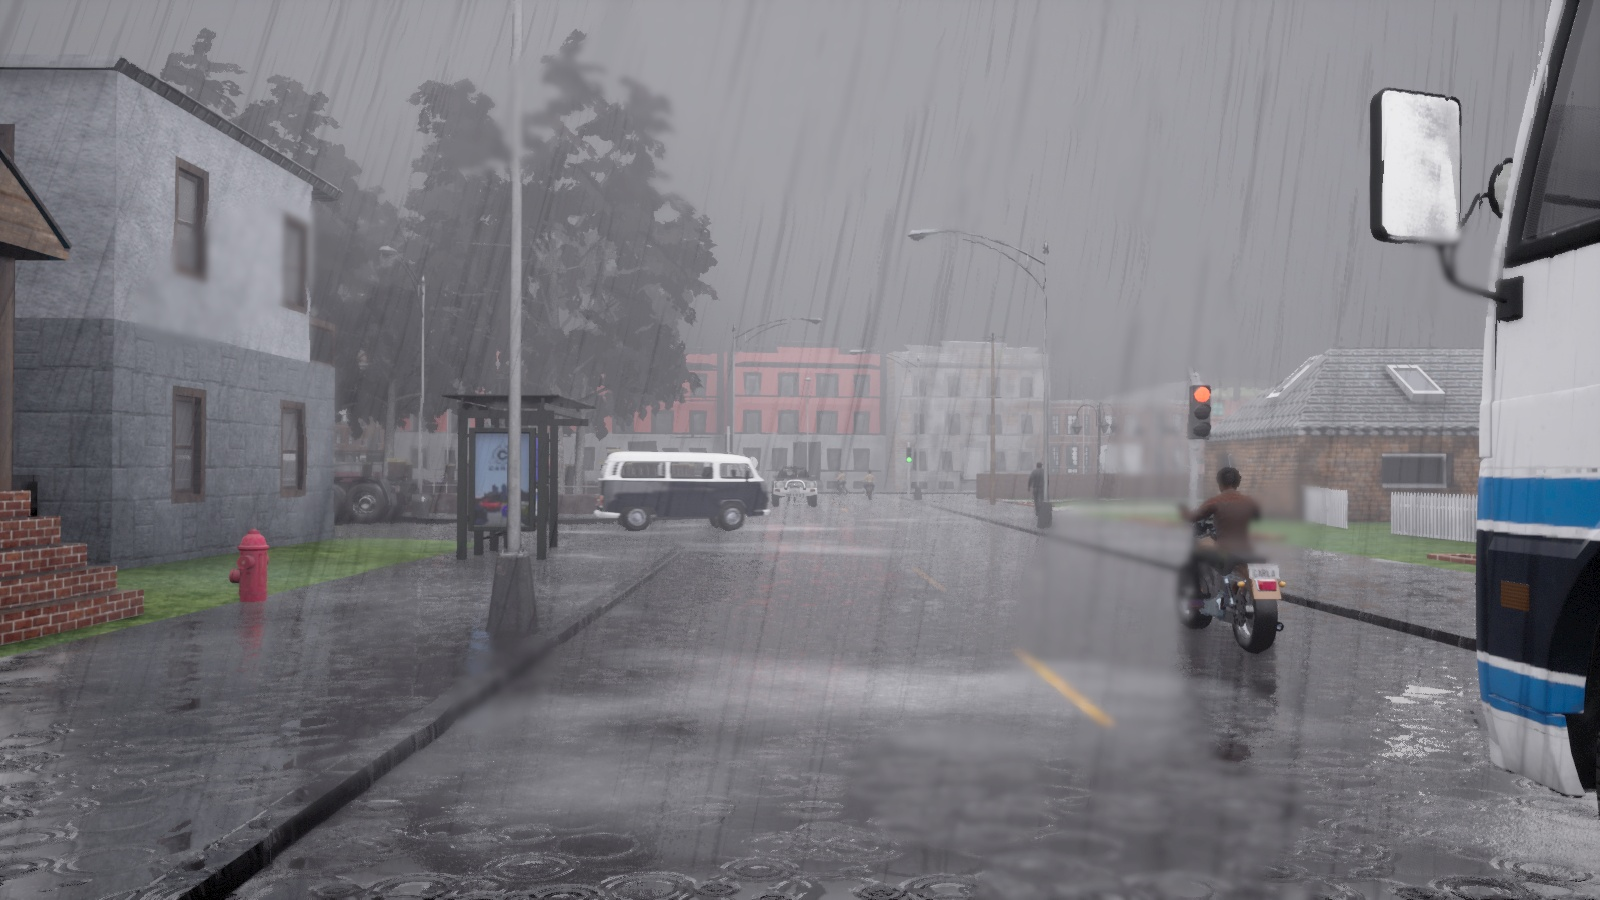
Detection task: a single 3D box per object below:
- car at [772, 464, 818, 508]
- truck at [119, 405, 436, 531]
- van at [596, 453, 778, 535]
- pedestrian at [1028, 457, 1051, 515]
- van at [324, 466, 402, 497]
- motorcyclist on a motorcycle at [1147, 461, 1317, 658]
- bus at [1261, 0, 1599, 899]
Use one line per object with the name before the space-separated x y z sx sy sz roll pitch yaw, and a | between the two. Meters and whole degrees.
car | -0.262 1.567 55.802 1.932 1.855 4.605 0 -1 -2
truck | -14.878 0.500 36.276 7.936 3.462 2.891 0 -1 -4
van | -2.994 1.100 32.820 4.480 2.038 2.069 0 0 -14
pedestrian | 7.897 1.185 41.450 0.563 1.883 0.849 0 -1 -1
van | -28.225 2.041 81.259 4.442 1.987 1.775 0 -1 0
motorcyclist on a motorcycle | 3.954 0.946 11.733 0.766 1.649 2.350 0 -1 0
bus | 3.998 -0.572 0.333 3.944 4.253 10.273 0 -1 0
